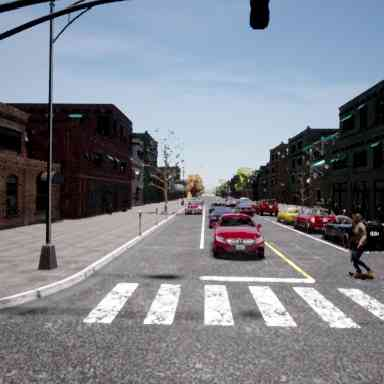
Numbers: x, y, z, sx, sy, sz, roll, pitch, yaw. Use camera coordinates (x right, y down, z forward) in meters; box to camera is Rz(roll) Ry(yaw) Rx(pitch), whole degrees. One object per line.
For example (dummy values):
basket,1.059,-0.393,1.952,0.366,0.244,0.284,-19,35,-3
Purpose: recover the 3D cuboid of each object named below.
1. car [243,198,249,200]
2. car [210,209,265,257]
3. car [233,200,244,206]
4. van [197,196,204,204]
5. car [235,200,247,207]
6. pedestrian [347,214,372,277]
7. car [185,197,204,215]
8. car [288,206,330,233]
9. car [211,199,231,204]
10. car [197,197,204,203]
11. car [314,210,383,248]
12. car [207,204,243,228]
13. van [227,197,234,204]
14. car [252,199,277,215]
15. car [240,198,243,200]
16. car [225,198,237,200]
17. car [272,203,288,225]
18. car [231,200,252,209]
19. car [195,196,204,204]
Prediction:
car,9.029,1.981,49.191,1.967,1.590,4.097,0,-1,2
car,1.778,1.644,13.632,1.812,1.442,4.674,1,0,3
car,9.920,2.325,71.364,1.802,1.307,4.206,0,-1,2
van,2.219,2.103,88.334,1.690,1.788,3.998,0,-1,2
car,9.698,2.238,65.821,1.887,1.381,4.507,0,-1,2
pedestrian,4.634,1.421,9.210,0.375,1.860,0.375,0,0,2
car,0.210,1.745,38.440,1.967,1.590,4.097,0,-1,2
car,7.913,1.726,21.473,1.967,1.590,4.097,0,-1,2
car,2.628,1.810,33.884,1.837,1.490,4.892,1,-1,2
car,2.441,2.252,93.877,1.967,1.590,4.097,0,-1,2
car,7.689,1.800,15.928,1.947,1.339,4.313,0,-1,2
car,2.209,1.774,23.576,1.994,1.385,4.181,1,0,2
van,10.815,2.287,93.541,1.690,1.788,3.998,0,-1,2
car,8.583,1.754,38.105,2.192,1.841,5.009,0,-1,2
car,9.251,2.173,54.734,1.802,1.307,4.206,0,-1,2
car,6.820,2.186,58.675,1.895,1.301,4.718,1,0,2
car,8.142,1.864,27.186,1.752,1.417,4.829,0,-1,2
car,6.023,1.950,38.720,2.033,1.411,5.357,1,0,3
car,1.996,2.026,82.790,2.192,1.841,5.009,0,-1,2
